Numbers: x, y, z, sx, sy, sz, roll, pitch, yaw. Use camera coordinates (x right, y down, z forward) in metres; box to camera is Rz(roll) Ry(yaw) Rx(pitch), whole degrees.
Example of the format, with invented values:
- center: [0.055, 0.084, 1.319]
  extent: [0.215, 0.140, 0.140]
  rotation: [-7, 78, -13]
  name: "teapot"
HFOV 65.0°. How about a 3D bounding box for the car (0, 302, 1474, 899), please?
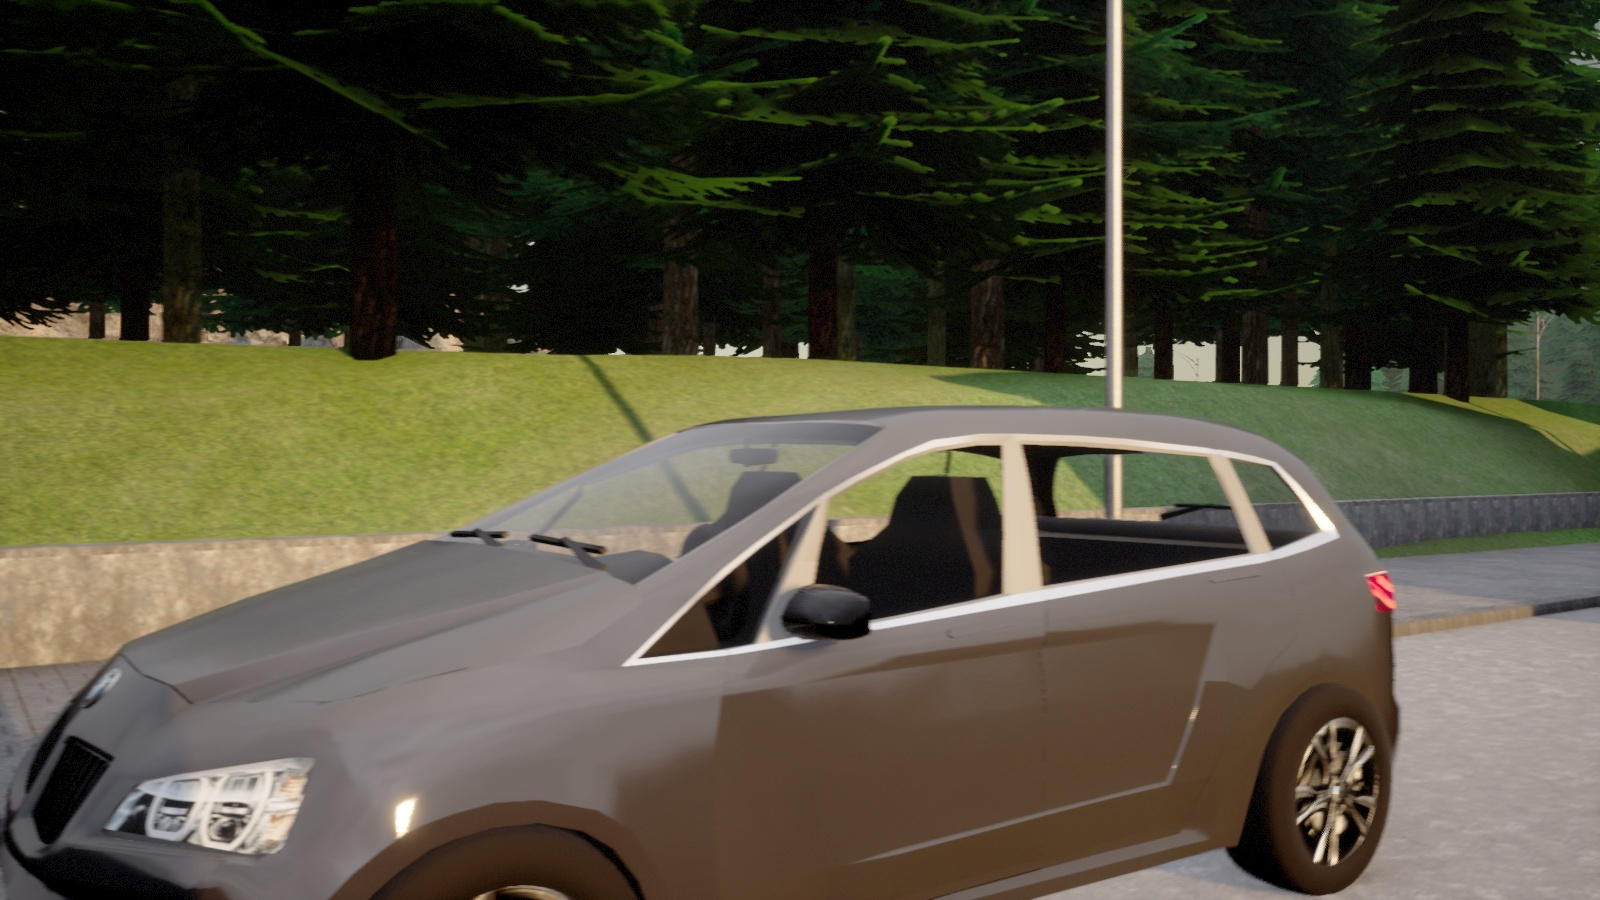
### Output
- center: [-0.051, 0.600, 4.234]
  extent: [4.611, 1.667, 2.242]
  rotation: [0, 0, -35]
  name: "car"
